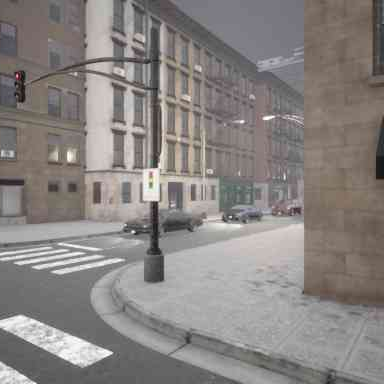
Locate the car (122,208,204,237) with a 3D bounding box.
[{"bbox_3d":[-1.415,1.630,18.891,2.033,1.411,5.357,0,0,35],"label":"car"}]

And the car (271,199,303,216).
[{"bbox_3d":[9.966,1.538,34.810,2.097,1.767,4.553,0,0,35],"label":"car"}]

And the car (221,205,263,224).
[{"bbox_3d":[4.044,1.696,26.529,1.994,1.385,4.181,0,0,36],"label":"car"}]
